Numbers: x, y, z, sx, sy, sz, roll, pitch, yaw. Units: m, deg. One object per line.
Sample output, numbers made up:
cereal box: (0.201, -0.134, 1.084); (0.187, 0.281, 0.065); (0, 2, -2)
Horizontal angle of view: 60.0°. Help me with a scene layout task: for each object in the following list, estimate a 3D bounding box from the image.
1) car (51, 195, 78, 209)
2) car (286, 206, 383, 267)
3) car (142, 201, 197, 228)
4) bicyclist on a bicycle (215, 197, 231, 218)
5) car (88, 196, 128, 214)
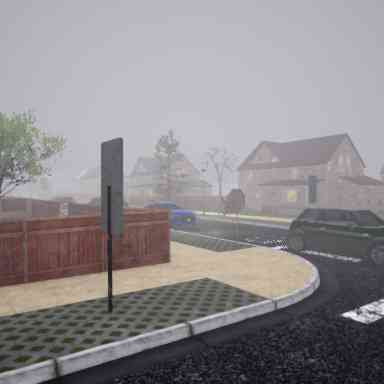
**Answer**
car: (-15.612, 1.327, 41.329); (1.837, 1.490, 4.892); (0, 1, -35)
car: (5.616, 1.337, 11.594); (2.097, 1.767, 4.553); (0, 1, -36)
car: (-1.633, 1.403, 21.726); (1.882, 1.535, 5.008); (0, 0, -36)
bicyclist on a bicycle: (2.467, 1.197, 26.063); (1.656, 1.620, 0.582); (-1, 1, -36)
car: (-8.020, 1.229, 30.659); (2.097, 1.767, 4.553); (0, 0, -36)
